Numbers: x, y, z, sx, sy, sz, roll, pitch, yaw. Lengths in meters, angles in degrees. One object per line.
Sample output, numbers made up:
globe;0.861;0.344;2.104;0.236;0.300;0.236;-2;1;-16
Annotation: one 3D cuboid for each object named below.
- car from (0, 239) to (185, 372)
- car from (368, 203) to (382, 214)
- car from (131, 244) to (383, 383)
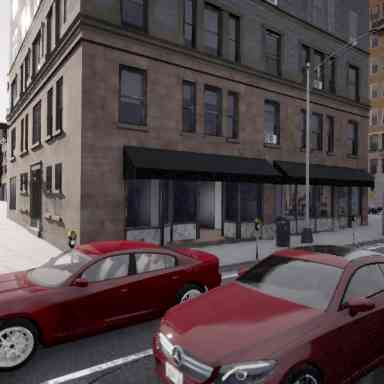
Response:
car;-1.536;1.545;5.658;4.507;1.381;1.887;0;1;-35
car;16.262;1.411;33.347;2.033;1.411;5.357;1;0;-35
car;1.728;1.526;4.589;4.674;1.442;1.812;0;0;-35
